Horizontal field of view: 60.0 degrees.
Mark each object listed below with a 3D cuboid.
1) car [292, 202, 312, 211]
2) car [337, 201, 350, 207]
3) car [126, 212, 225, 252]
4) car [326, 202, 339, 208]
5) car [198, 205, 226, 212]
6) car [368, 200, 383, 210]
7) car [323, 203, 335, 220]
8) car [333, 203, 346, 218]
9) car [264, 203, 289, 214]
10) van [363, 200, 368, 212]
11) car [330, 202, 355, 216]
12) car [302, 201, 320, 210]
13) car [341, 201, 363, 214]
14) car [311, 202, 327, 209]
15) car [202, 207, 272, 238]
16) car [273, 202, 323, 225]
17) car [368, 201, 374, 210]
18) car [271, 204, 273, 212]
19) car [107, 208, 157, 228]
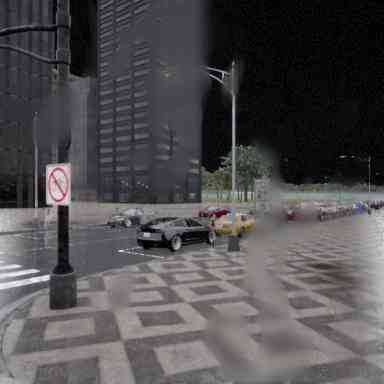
[{"bbox_3d":[18.687,2.494,56.609,2.008,1.369,4.403,-1,-2,35],"label":"car"},{"bbox_3d":[38.346,3.038,84.179,2.008,1.369,4.403,-1,-1,35],"label":"car"},{"bbox_3d":[-0.585,1.775,14.893,1.947,1.339,4.313,-1,-2,35],"label":"car"},{"bbox_3d":[31.794,2.892,74.989,1.802,1.307,4.206,-1,-2,35],"label":"car"},{"bbox_3d":[2.307,2.016,33.634,1.887,1.381,4.507,-1,-2,35],"label":"car"},{"bbox_3d":[35.455,2.540,65.447,2.192,1.841,5.009,-1,-2,35],"label":"car"},{"bbox_3d":[12.519,2.114,33.274,1.887,1.381,4.507,-1,-2,35],"label":"car"},{"bbox_3d":[15.800,2.246,37.874,1.802,1.307,4.206,-1,-2,36],"label":"car"},{"bbox_3d":[12.134,2.306,47.418,2.008,1.369,4.403,-1,-2,35],"label":"car"},{"bbox_3d":[25.625,2.290,51.660,1.690,1.788,3.998,-1,-2,35],"label":"van"},{"bbox_3d":[19.072,2.304,42.465,1.887,1.381,4.507,-1,-2,35],"label":"car"},{"bbox_3d":[21.963,2.477,61.206,1.967,1.590,4.097,-1,-2,35],"label":"car"},{"bbox_3d":[22.349,2.295,47.063,1.967,1.590,4.097,-1,-2,35],"label":"car"},{"bbox_3d":[25.240,2.673,65.799,1.887,1.381,4.507,-1,-2,35],"label":"car"},{"bbox_3d":[2.789,1.824,19.627,1.752,1.417,4.829,-1,-2,35],"label":"car"},{"bbox_3d":[9.242,1.792,28.685,2.192,1.841,5.009,-1,-2,35],"label":"car"},{"bbox_3d":[28.903,2.592,56.251,2.008,1.369,4.403,-1,-2,35],"label":"car"},{"bbox_3d":[8.858,2.210,42.824,2.008,1.369,4.403,-1,-2,35],"label":"car"},{"bbox_3d":[-4.245,1.842,24.443,2.008,1.369,4.403,-1,-1,35],"label":"car"}]
